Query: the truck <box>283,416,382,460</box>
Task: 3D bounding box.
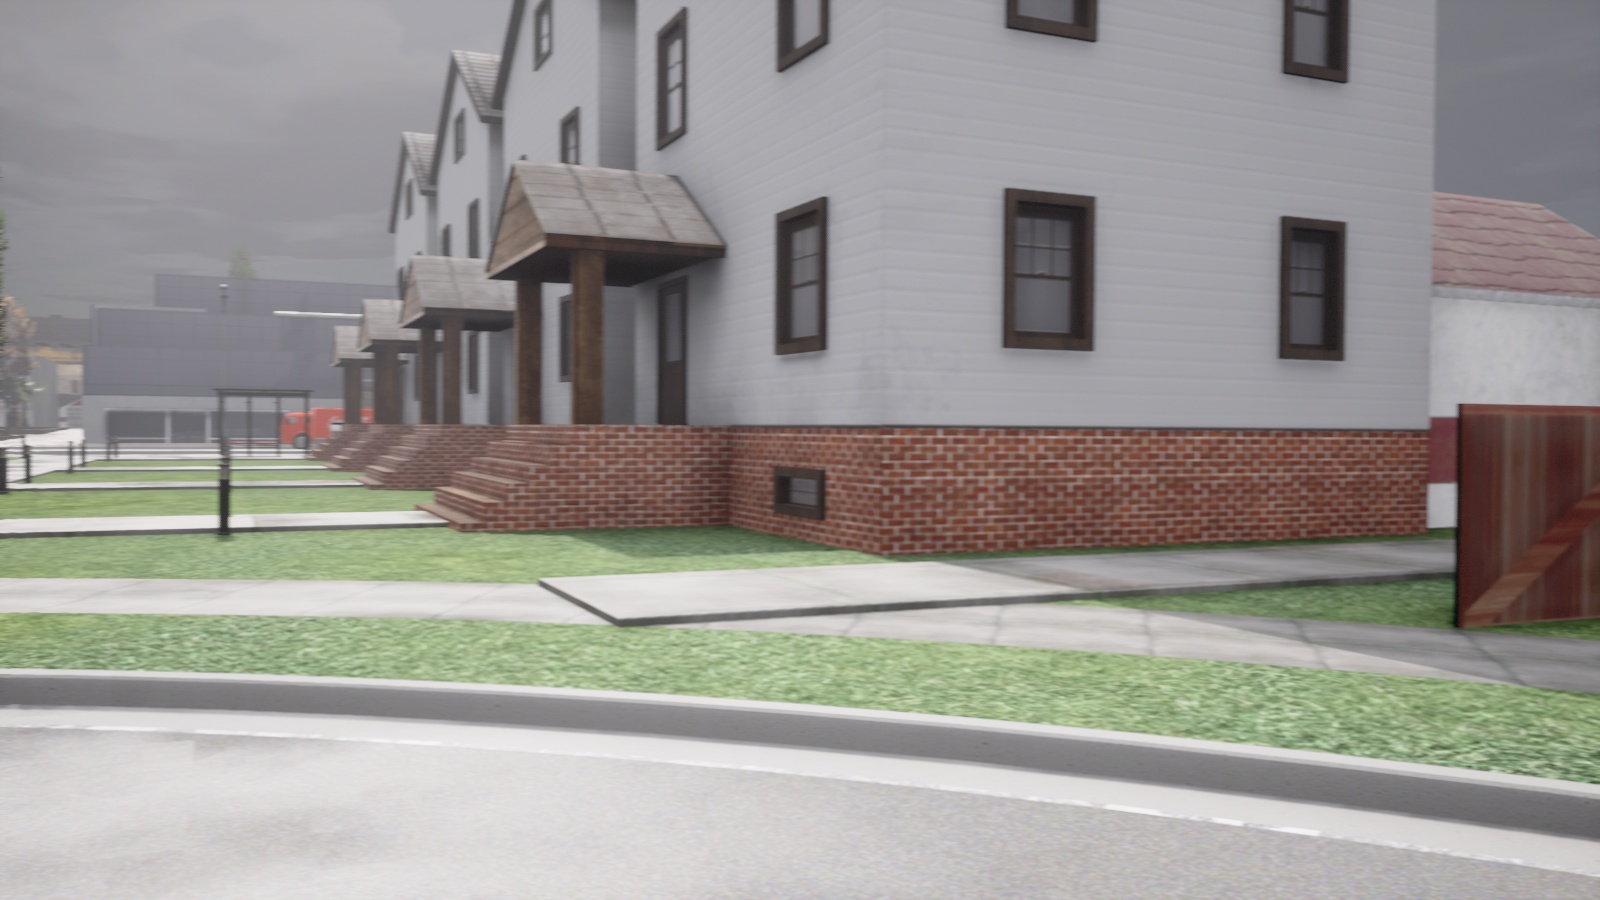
[{"bbox_3d":[-27.359,-0.708,73.428,5.204,2.467,2.627,-1,1,-25],"label":"truck"}]
